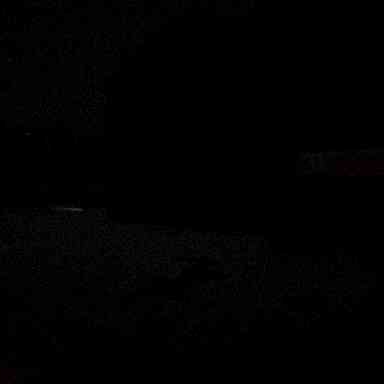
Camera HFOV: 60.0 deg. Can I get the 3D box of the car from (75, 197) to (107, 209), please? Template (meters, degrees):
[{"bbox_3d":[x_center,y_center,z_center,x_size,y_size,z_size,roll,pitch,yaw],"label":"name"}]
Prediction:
[{"bbox_3d":[-12.293,1.339,41.217,1.994,1.385,4.181,0,0,36],"label":"car"}]
